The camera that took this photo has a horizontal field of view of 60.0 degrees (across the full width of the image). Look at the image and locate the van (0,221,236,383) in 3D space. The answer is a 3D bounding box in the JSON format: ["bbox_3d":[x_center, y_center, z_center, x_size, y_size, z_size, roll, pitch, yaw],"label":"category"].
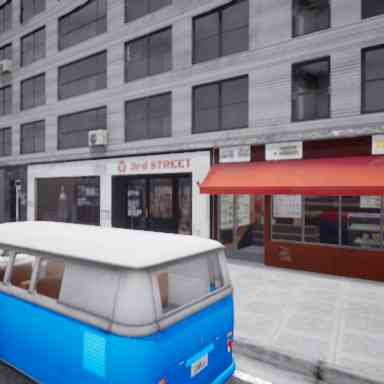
[{"bbox_3d":[-1.433,1.333,4.109,3.998,1.788,1.690,0,0,36],"label":"van"}]
